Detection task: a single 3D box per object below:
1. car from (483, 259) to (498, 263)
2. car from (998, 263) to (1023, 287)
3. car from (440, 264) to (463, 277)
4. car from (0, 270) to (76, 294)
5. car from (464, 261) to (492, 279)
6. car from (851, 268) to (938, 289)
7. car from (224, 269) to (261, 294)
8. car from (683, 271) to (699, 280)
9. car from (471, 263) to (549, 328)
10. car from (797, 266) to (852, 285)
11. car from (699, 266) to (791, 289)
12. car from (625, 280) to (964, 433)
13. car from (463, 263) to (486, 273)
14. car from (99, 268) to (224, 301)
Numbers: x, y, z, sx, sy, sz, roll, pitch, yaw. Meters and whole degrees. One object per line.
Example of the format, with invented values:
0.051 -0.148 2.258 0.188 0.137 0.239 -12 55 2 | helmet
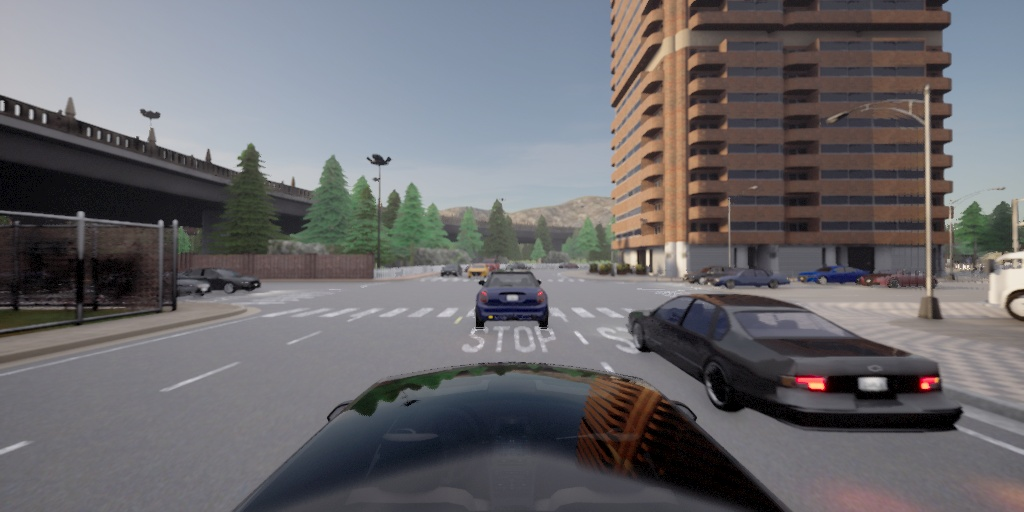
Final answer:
-3.041 1.415 48.460 2.150 2.045 5.566 0 0 7 | car
43.394 1.558 28.946 4.902 1.511 2.128 0 -1 0 | car
-6.859 1.629 41.143 1.837 1.490 4.892 0 0 2 | car
-29.678 1.560 21.967 4.181 1.385 1.994 0 -1 0 | car
-3.537 1.577 38.484 1.882 1.535 5.008 0 -1 1 | car
27.417 1.597 25.558 4.181 1.385 1.994 0 -1 0 | car
-18.111 1.502 21.971 4.892 1.490 1.837 0 -1 0 | car
16.453 1.571 29.085 4.892 1.490 1.837 0 -1 0 | car
-0.059 1.219 11.917 2.097 1.767 4.553 0 -1 -2 | car
25.997 1.544 29.063 5.008 1.535 1.882 0 -1 0 | car
16.696 1.580 25.564 5.357 1.411 2.033 0 -1 0 | car
3.588 1.339 6.073 2.033 1.411 5.357 0 -1 0 | car
-5.572 1.804 53.326 1.994 1.385 4.181 0 -1 15 | car
-18.263 1.456 18.453 4.902 1.511 2.128 0 -1 0 | car
